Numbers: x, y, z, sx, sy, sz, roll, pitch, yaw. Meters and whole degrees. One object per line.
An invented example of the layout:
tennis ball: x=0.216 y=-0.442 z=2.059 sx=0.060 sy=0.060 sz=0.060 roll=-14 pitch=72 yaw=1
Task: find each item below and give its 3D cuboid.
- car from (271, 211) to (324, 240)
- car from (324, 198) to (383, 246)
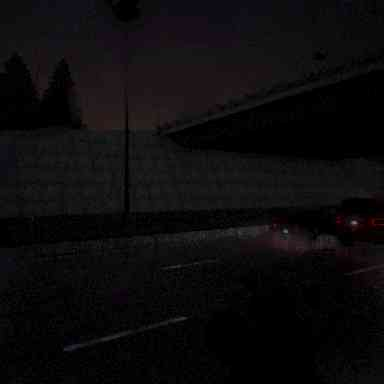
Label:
car: x=6.261 y=1.613 z=16.933 sx=4.718 sy=1.301 sz=1.895 roll=0 pitch=0 yaw=-35
car: x=8.293 y=1.255 z=14.084 sx=5.566 sy=2.045 sz=2.150 roll=0 pitch=0 yaw=-35
